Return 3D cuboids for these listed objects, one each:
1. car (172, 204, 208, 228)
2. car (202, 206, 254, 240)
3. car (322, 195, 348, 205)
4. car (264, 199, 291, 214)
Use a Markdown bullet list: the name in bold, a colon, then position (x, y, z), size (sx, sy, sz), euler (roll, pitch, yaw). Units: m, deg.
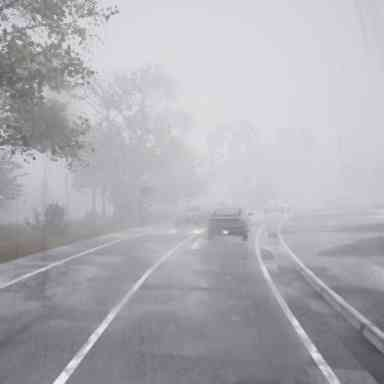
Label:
- **car**: position (0.171, 1.595, 23.144), size (1.837, 1.490, 4.892), euler (-2, -1, 18)
- **car**: position (2.001, 1.505, 16.984), size (1.837, 1.490, 4.892), euler (-2, 0, 13)
- **car**: position (23.958, 1.288, 55.596), size (5.357, 1.411, 2.033), euler (-2, -3, -35)
- **car**: position (8.662, 1.461, 33.801), size (1.812, 1.442, 4.674), euler (-3, -1, 29)
